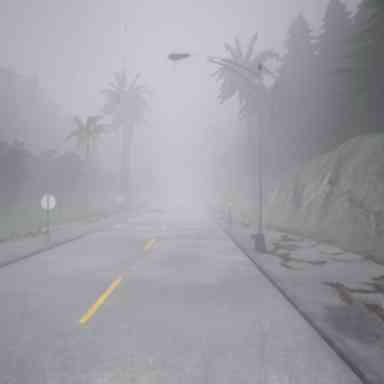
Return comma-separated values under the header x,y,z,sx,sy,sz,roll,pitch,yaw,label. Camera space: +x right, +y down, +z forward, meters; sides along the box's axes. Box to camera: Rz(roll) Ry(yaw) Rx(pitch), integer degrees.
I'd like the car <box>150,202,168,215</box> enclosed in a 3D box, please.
x,y,z,sx,sy,sz,roll,pitch,yaw,label
-4.108,2.000,41.672,1.882,1.535,5.008,0,-1,0,car
